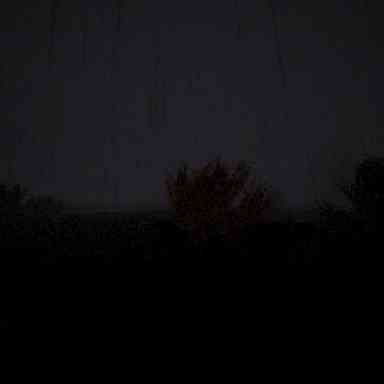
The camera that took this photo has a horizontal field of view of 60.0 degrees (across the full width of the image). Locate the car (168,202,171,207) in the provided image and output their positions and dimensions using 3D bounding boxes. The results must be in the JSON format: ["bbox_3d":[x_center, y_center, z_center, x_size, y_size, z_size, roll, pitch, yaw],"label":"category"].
[{"bbox_3d":[-2.264,2.149,61.117,2.033,1.411,5.357,-1,-1,36],"label":"car"}]
